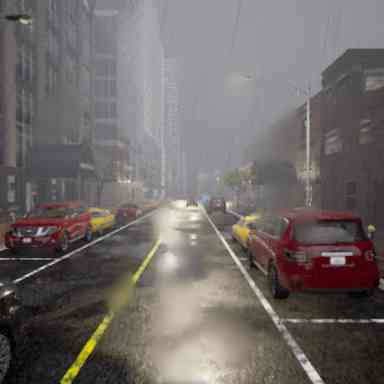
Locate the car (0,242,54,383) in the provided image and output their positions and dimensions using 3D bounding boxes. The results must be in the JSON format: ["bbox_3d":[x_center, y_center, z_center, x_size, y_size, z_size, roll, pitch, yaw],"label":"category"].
[{"bbox_3d":[-3.087,1.502,2.305,2.128,1.511,4.902,0,0,0],"label":"car"}]

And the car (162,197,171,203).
[{"bbox_3d":[-5.717,1.748,74.907,1.967,1.590,4.097,-1,0,0],"label":"car"}]

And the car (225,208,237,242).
[{"bbox_3d":[2.676,1.585,14.185,1.752,1.417,4.829,-1,0,0],"label":"car"}]

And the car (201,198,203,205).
[{"bbox_3d":[2.670,1.761,47.222,1.947,1.339,4.313,-1,0,0],"label":"car"}]

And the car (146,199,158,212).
[{"bbox_3d":[-5.710,1.696,41.528,1.752,1.417,4.829,-1,0,0],"label":"car"}]

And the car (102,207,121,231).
[{"bbox_3d":[-5.705,1.605,19.389,1.752,1.417,4.829,-1,0,0],"label":"car"}]

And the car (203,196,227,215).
[{"bbox_3d":[2.669,1.464,36.155,2.192,1.841,5.009,-1,0,0],"label":"car"}]

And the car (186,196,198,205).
[{"bbox_3d":[-0.011,1.624,64.263,2.097,1.767,4.553,0,0,0],"label":"car"}]

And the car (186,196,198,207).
[{"bbox_3d":[-0.010,1.749,54.326,1.812,1.442,4.674,0,0,0],"label":"car"}]

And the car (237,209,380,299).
[{"bbox_3d":[2.674,1.351,8.482,2.192,1.841,5.009,-1,0,0],"label":"car"}]

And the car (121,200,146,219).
[{"bbox_3d":[-5.707,1.671,30.628,1.887,1.381,4.507,-1,0,0],"label":"car"}]

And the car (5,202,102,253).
[{"bbox_3d":[-5.707,1.373,14.025,2.192,1.841,5.009,-1,0,0],"label":"car"}]
